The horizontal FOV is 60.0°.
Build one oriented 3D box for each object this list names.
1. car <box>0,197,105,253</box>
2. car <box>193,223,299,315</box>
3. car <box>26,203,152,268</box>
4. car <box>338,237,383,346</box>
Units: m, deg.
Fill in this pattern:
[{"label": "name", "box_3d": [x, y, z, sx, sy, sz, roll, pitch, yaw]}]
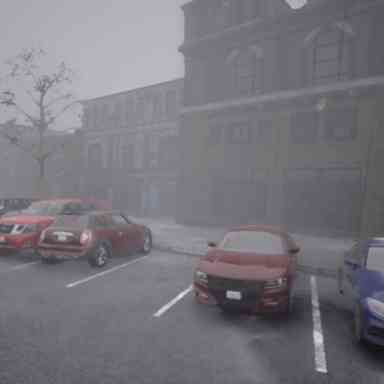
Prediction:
[{"label": "car", "box_3d": [-5.507, 1.304, 13.786, 2.435, 2.045, 5.566, 1, -1, 19]}, {"label": "car", "box_3d": [1.534, 1.584, 8.158, 2.097, 1.535, 5.008, 1, -1, 19]}, {"label": "car", "box_3d": [-3.176, 1.439, 11.903, 2.185, 1.767, 4.553, 0, -1, 19]}, {"label": "car", "box_3d": [3.888, 1.631, 6.258, 2.002, 1.452, 4.674, 1, -1, 19]}]
